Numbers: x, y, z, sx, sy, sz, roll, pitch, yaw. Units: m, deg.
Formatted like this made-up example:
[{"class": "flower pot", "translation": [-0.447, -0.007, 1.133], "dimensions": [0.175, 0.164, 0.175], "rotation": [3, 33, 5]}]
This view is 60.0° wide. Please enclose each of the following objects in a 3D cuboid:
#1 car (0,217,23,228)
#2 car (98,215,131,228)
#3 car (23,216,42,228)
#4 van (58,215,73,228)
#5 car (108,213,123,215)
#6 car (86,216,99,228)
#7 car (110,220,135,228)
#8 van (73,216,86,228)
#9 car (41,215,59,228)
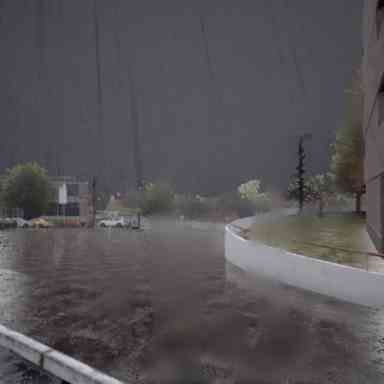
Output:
[{"class": "car", "translation": [-25.826, 4.109, 44.544], "dimensions": [4.674, 1.452, 2.002], "rotation": [0, -5, 5]}, {"class": "car", "translation": [-15.732, 6.080, 66.429], "dimensions": [5.566, 2.045, 2.435], "rotation": [0, -5, 5]}, {"class": "car", "translation": [-24.575, 4.393, 47.287], "dimensions": [4.674, 1.452, 2.002], "rotation": [0, -6, 5]}, {"class": "van", "translation": [-21.918, 4.694, 52.769], "dimensions": [4.442, 1.987, 1.878], "rotation": [0, -6, 5]}, {"class": "car", "translation": [-20.997, 7.560, 91.259], "dimensions": [2.185, 1.767, 4.553], "rotation": [0, 1, 10]}, {"class": "car", "translation": [-19.498, 5.484, 58.214], "dimensions": [4.892, 1.521, 2.231], "rotation": [0, -5, 5]}, {"class": "car", "translation": [-14.450, 6.653, 69.133], "dimensions": [4.674, 1.452, 2.002], "rotation": [0, -5, 5]}, {"class": "van", "translation": [-20.652, 4.977, 55.505], "dimensions": [4.442, 1.987, 1.878], "rotation": [0, -6, 5]}, {"class": "car", "translation": [-23.490, 4.632, 50.036], "dimensions": [5.366, 1.575, 1.946], "rotation": [0, -5, 5]}]
